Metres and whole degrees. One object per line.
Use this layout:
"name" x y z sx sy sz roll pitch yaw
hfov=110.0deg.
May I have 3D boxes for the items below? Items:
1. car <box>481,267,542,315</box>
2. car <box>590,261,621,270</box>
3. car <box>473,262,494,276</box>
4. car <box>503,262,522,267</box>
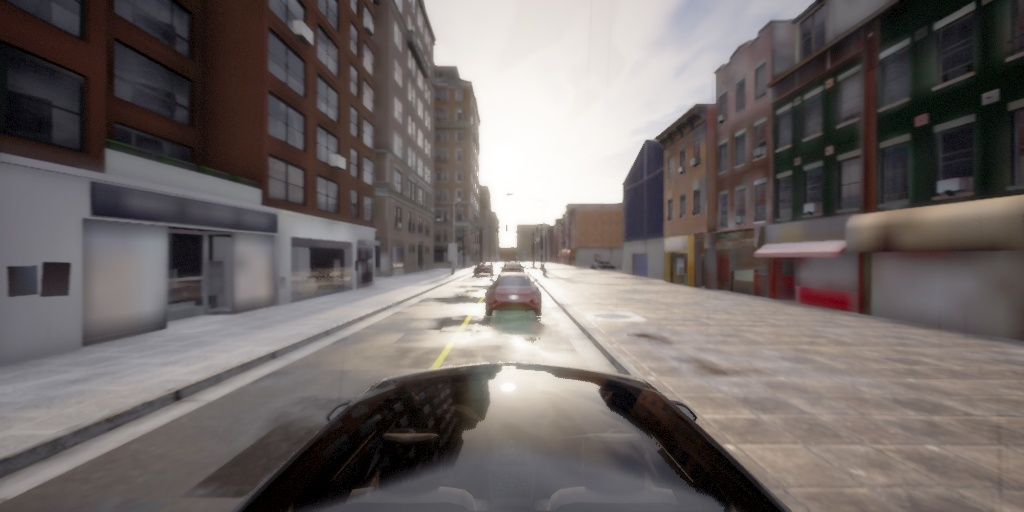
"car" 0.066 1.303 13.591 1.994 1.385 4.181 0 0 0
"car" 13.201 1.399 50.776 4.313 1.339 1.948 0 0 0
"car" -2.821 1.318 36.605 1.895 1.301 4.718 0 0 0
"car" 0.060 1.230 28.480 1.837 1.490 4.892 0 0 0
